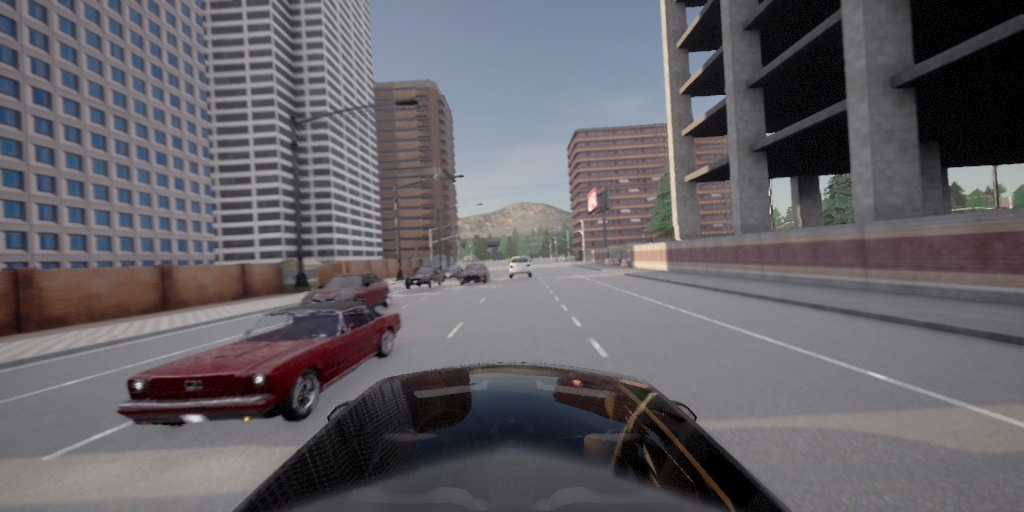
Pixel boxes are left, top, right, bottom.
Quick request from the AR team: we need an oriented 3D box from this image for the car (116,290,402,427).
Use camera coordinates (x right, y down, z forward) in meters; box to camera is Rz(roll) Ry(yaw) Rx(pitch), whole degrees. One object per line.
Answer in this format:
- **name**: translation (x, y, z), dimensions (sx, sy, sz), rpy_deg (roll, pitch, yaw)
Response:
- **car**: translation (-3.605, 1.566, 6.329), dimensions (1.895, 1.301, 4.718), rpy_deg (-3, 0, 1)

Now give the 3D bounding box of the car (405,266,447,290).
- **car**: translation (-6.470, 1.503, 26.594), dimensions (1.837, 1.490, 4.892), rpy_deg (-3, 0, 2)

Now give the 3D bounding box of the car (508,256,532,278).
- **car**: translation (0.838, 1.052, 36.044), dimensions (2.150, 2.045, 5.566), rpy_deg (-3, 0, 2)

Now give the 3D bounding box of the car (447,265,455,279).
- **car**: translation (-6.170, 1.714, 37.665), dimensions (2.128, 1.511, 4.902), rpy_deg (-3, 0, 2)

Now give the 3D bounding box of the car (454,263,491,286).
- **car**: translation (-2.974, 1.365, 29.210), dimensions (2.097, 1.767, 4.553), rpy_deg (-3, 0, 2)

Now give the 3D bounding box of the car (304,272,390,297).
- **car**: translation (-6.874, 1.531, 15.242), dimensions (2.097, 1.767, 4.553), rpy_deg (-3, 0, 2)
